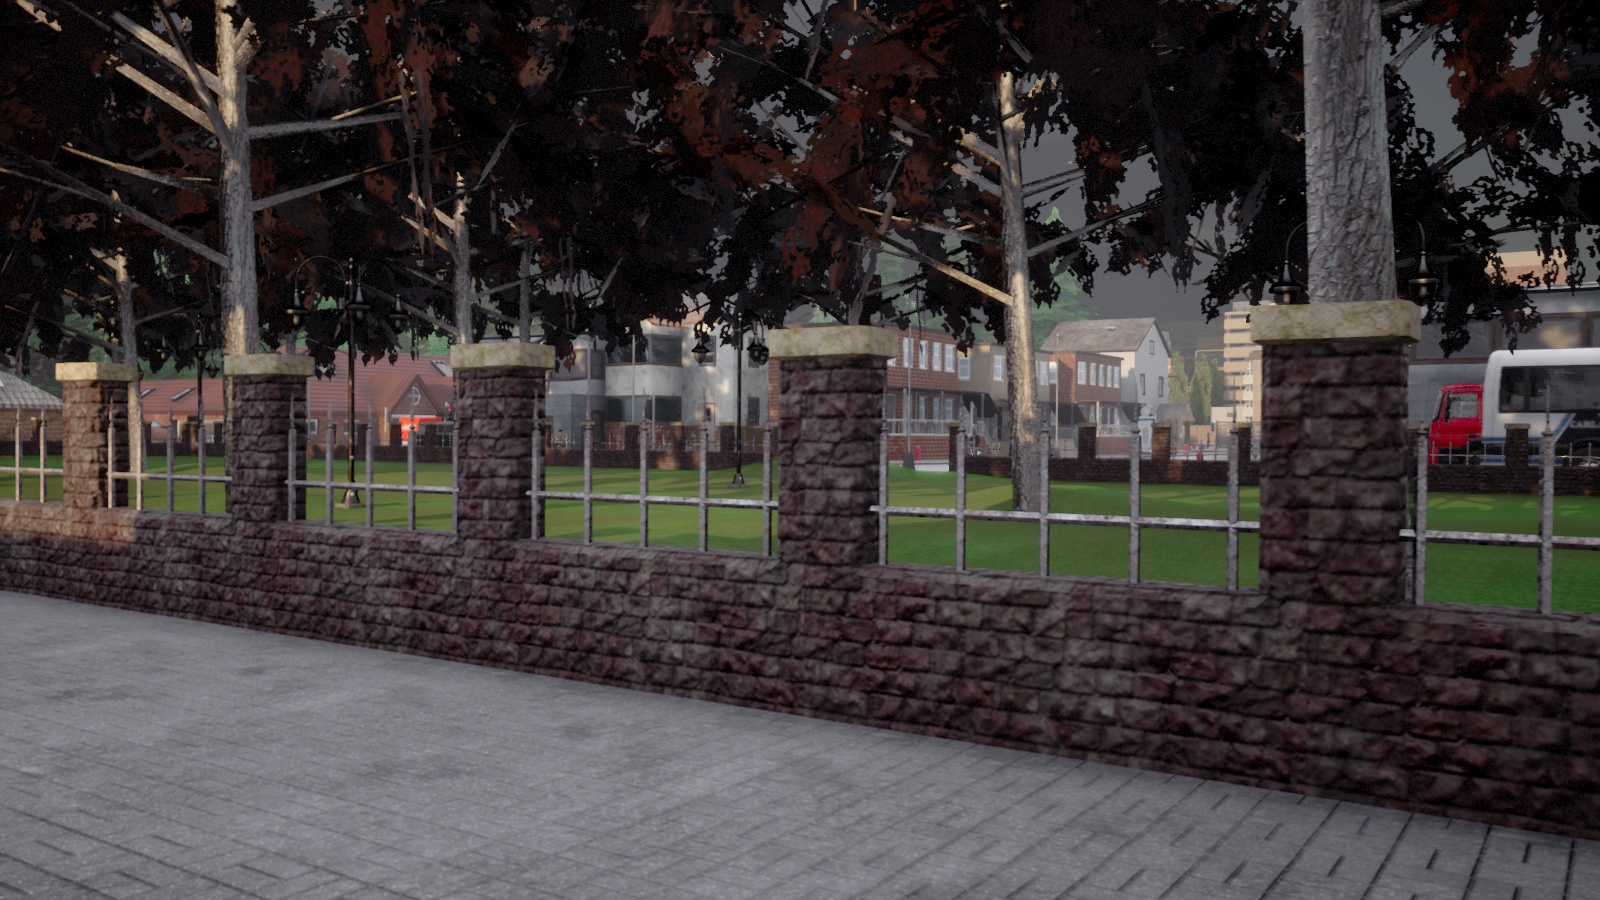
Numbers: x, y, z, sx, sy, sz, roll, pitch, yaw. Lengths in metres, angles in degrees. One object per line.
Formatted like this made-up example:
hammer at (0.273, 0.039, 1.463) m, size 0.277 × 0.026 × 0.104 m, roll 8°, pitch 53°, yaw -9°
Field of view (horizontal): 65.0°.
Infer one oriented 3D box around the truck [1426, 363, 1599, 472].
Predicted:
truck at (25.404, -1.047, 41.681) m, size 7.936 × 3.462 × 2.891 m, roll 0°, pitch 1°, yaw 34°

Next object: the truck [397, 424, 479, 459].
truck at (-25.942, -0.642, 90.121) m, size 2.627 × 2.467 × 5.204 m, roll 0°, pitch 1°, yaw 32°

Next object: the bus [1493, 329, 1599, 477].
bus at (26.114, -1.381, 36.375) m, size 10.273 × 4.253 × 3.944 m, roll 0°, pitch 1°, yaw 34°

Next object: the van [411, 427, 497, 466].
van at (-18.154, -0.173, 65.881) m, size 4.442 × 1.987 × 1.775 m, roll 0°, pitch 1°, yaw 32°
